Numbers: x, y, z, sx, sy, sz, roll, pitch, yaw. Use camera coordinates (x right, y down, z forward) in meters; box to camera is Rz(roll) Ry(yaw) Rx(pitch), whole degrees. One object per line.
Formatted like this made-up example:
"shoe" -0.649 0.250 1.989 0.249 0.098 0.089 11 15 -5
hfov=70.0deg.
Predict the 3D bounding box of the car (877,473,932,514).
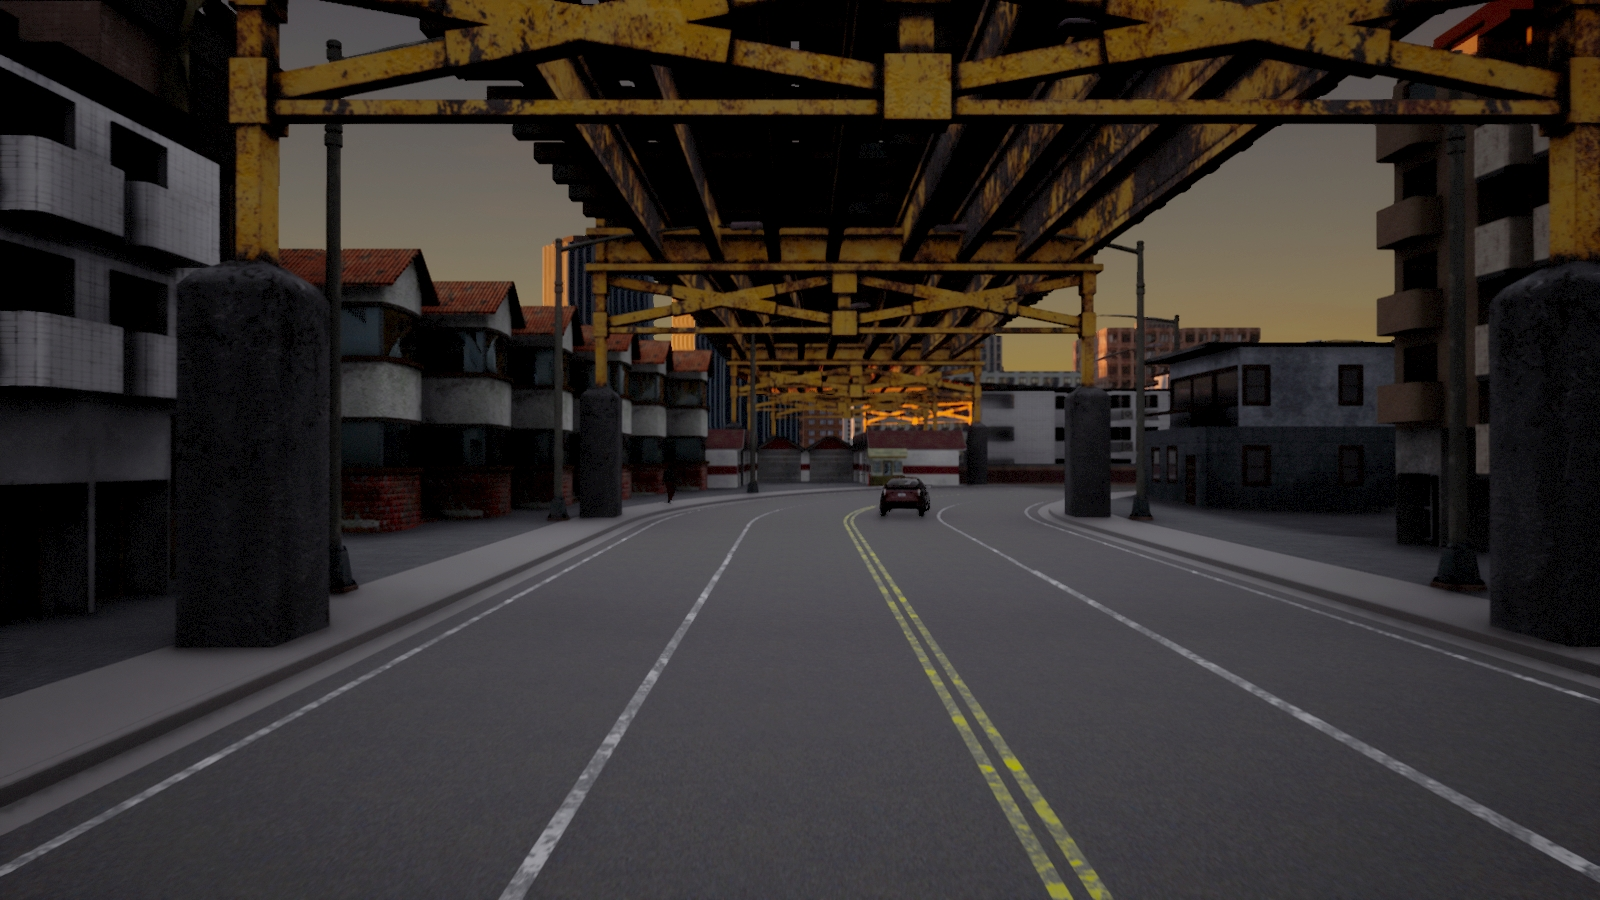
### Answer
"car" 4.403 1.775 47.604 2.007 1.525 4.514 0 0 9

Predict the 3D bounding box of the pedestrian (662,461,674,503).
"pedestrian" -5.992 1.443 51.848 0.375 1.860 0.375 0 0 22
